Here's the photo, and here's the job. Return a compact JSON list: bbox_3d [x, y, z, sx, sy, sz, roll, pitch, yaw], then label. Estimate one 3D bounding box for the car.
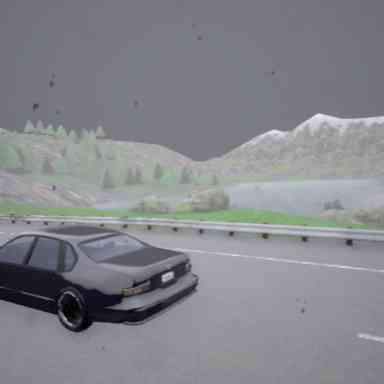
[{"bbox_3d":[-2.505,1.382,6.403,5.357,1.411,2.033,-1,2,31],"label":"car"}]
